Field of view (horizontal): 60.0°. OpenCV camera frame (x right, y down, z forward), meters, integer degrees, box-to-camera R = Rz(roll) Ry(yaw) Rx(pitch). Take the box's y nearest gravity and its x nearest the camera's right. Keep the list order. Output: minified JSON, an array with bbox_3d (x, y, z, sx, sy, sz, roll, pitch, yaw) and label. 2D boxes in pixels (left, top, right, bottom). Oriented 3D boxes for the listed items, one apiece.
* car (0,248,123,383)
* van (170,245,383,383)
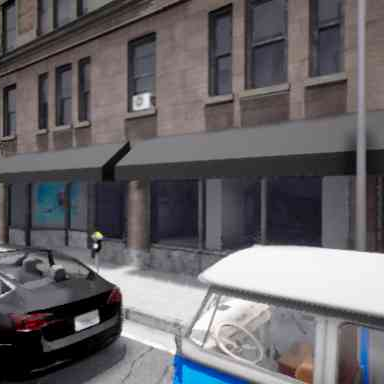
[{"bbox_3d":[-2.941,1.558,5.175,4.313,1.339,1.947,0,0,35],"label":"car"},{"bbox_3d":[1.668,1.342,1.889,3.998,1.788,1.690,0,0,35],"label":"van"}]
